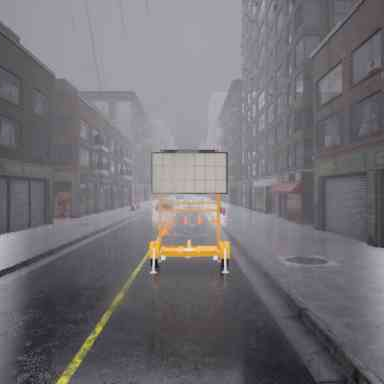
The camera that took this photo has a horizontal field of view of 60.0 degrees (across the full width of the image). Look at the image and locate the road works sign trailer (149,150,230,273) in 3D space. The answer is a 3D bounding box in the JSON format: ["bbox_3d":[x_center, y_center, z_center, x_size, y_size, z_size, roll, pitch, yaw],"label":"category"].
[{"bbox_3d":[-0.080,0.464,10.617,2.380,3.560,2.880,0,0,0],"label":"road works sign trailer"}]

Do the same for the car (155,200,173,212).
[{"bbox_3d":[-3.298,1.594,39.219,1.895,1.301,4.718,0,0,0],"label":"car"}]
